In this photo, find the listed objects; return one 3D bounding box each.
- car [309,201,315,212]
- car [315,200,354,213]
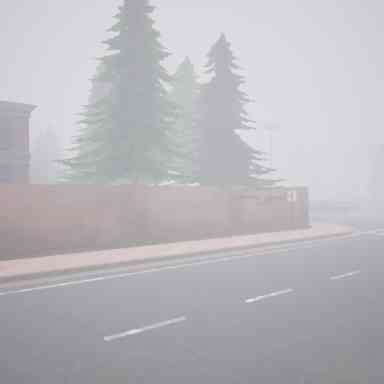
[{"bbox_3d":[10.572,1.504,36.562,1.837,1.490,4.892,0,0,-35],"label":"car"},{"bbox_3d":[14.833,1.547,36.600,2.033,1.411,5.357,0,0,-35],"label":"car"}]
